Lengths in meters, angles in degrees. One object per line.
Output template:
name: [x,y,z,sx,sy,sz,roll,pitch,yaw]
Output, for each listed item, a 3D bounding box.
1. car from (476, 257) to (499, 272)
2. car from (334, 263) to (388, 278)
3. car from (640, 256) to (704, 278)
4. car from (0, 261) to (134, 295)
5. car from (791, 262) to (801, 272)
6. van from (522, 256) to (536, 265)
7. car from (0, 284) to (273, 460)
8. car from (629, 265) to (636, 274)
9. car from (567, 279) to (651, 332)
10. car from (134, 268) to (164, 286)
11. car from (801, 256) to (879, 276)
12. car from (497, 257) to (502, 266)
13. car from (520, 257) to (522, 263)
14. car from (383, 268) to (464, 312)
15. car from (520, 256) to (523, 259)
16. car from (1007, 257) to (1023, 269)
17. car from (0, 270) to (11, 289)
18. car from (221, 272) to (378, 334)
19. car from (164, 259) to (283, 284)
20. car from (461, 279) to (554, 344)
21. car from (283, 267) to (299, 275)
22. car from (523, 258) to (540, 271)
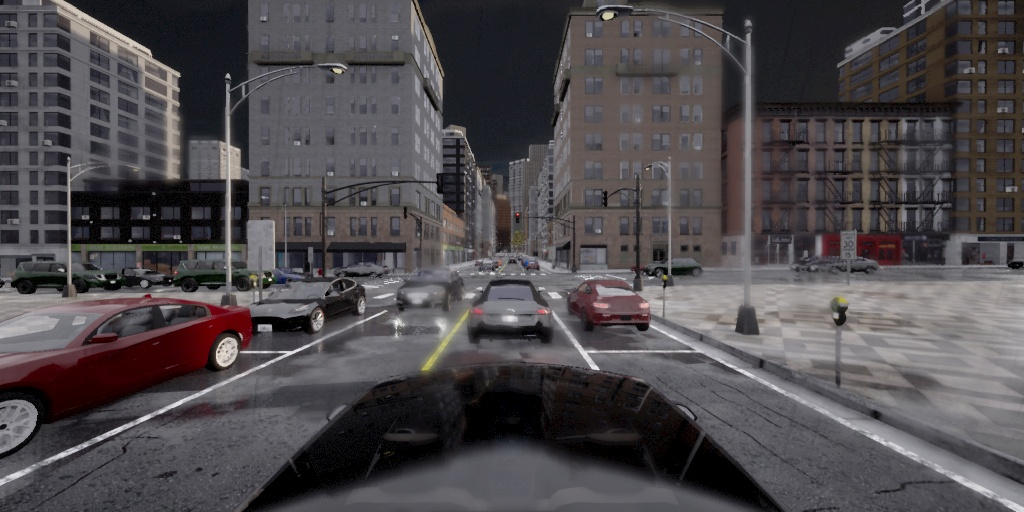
car: [-3.087,1.207,45.634,1.812,1.442,4.674,0,0,2]
car: [-13.862,1.383,33.138,4.902,1.511,2.128,-1,0,0]
car: [13.322,0.875,29.942,4.553,1.767,2.097,-1,0,0]
car: [-28.544,1.347,23.152,5.566,2.045,2.150,0,0,0]
car: [28.664,0.783,33.223,4.902,1.511,2.128,-1,0,0]
van: [2.794,0.998,53.397,1.690,1.789,3.998,0,0,0]
car: [-5.778,1.294,4.943,1.888,1.381,4.507,0,0,0]
car: [13.469,1.105,33.194,4.718,1.301,1.895,-1,0,0]
car: [2.715,1.330,10.634,1.802,1.307,4.207,0,0,0]
car: [-27.644,1.606,26.407,4.892,1.490,1.837,-1,0,0]
car: [27.685,0.813,29.971,4.902,1.511,2.128,-1,0,0]
car: [-3.057,1.199,55.296,2.033,1.411,5.357,0,0,0]
car: [2.810,1.186,58.948,1.888,1.381,4.507,0,0,0]
car: [-3.069,1.237,14.294,2.128,1.511,4.902,0,0,2]
car: [2.826,1.202,64.505,1.802,1.307,4.207,0,0,0]
car: [49.137,0.546,33.169,4.892,1.490,1.837,-1,0,0]
car: [-40.476,1.781,26.396,4.674,1.442,1.812,0,0,1]
car: [-5.810,1.314,10.587,1.948,1.339,4.313,0,0,0]
car: [-18.438,1.222,23.149,5.566,2.045,2.150,-1,0,-2]
car: [-0.038,1.312,9.635,1.994,1.385,4.181,0,0,0]
car: [-17.469,1.519,26.427,5.357,1.411,2.033,-1,0,0]
car: [2.778,1.257,47.845,1.802,1.307,4.207,0,0,0]
